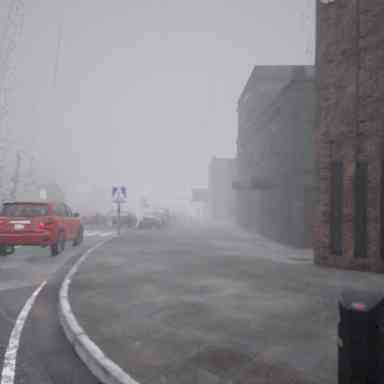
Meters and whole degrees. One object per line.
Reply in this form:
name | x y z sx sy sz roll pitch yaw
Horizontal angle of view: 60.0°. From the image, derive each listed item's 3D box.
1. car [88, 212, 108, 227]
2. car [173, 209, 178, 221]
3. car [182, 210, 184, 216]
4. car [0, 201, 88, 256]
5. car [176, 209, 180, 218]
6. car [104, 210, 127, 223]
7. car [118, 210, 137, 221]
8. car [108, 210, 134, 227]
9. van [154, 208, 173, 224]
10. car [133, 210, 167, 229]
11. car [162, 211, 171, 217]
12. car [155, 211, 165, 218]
car | -10.268 2.835 34.843 1.882 1.535 5.008 0 -3 1
car | -3.812 3.919 53.128 2.002 1.452 4.674 0 -3 0
car | -3.771 5.143 80.759 2.435 2.045 5.566 0 -3 0
car | -6.232 1.447 14.148 2.150 2.045 5.566 0 -3 -6
car | -3.804 4.061 58.750 2.185 1.767 4.553 0 -3 0
car | -10.256 3.266 44.984 2.097 1.767 4.553 0 -3 1
car | -10.286 3.733 53.505 2.097 1.767 4.553 0 -3 0
car | -6.939 2.844 34.651 1.882 1.535 5.008 0 -3 0
van | -3.827 3.054 42.228 1.878 1.987 4.442 0 -3 0
car | -3.826 2.712 31.122 2.002 1.452 4.674 2 -3 0
car | -6.984 5.947 90.080 2.033 1.411 5.357 0 -3 0
car | -7.009 4.983 72.806 1.812 1.442 4.674 0 -3 0
